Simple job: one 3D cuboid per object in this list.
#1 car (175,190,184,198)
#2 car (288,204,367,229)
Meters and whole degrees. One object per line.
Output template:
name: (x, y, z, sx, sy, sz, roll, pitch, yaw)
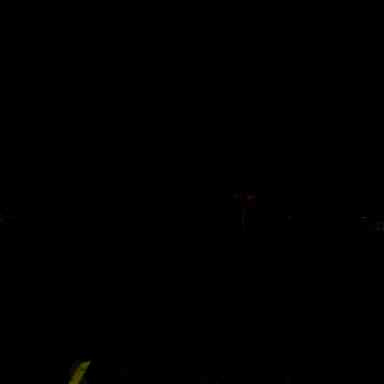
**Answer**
car: (-2.757, 0.371, 74.158, 2.097, 1.767, 4.553, 0, 1, 0)
car: (9.028, 1.568, 22.303, 5.008, 1.535, 1.882, 1, 2, 0)
